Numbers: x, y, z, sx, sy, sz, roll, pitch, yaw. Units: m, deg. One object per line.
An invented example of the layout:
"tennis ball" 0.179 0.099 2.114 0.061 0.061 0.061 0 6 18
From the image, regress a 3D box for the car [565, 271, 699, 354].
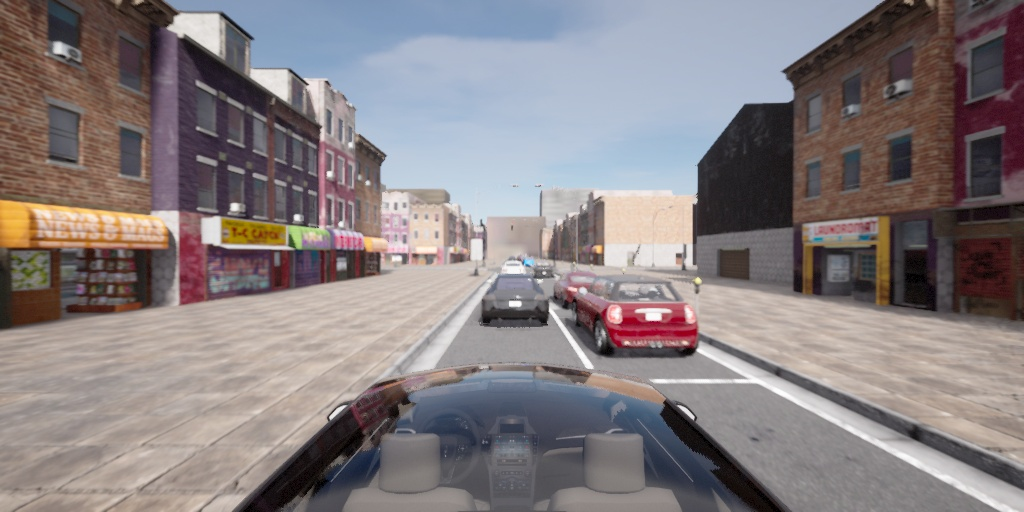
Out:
"car" 2.639 1.142 8.628 1.967 1.591 4.097 0 0 0

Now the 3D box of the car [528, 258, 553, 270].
"car" 2.643 1.121 31.344 2.007 1.370 4.403 0 0 0

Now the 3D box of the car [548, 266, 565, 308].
"car" 2.640 1.247 14.308 1.802 1.307 4.207 0 0 0

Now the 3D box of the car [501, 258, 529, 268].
"car" 0.100 1.115 27.484 1.812 1.442 4.674 0 0 0

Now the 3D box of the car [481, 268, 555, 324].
"car" 0.091 1.246 11.659 1.994 1.385 4.181 0 0 0

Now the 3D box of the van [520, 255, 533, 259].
"van" 2.648 0.787 58.346 1.690 1.789 3.998 0 0 0
